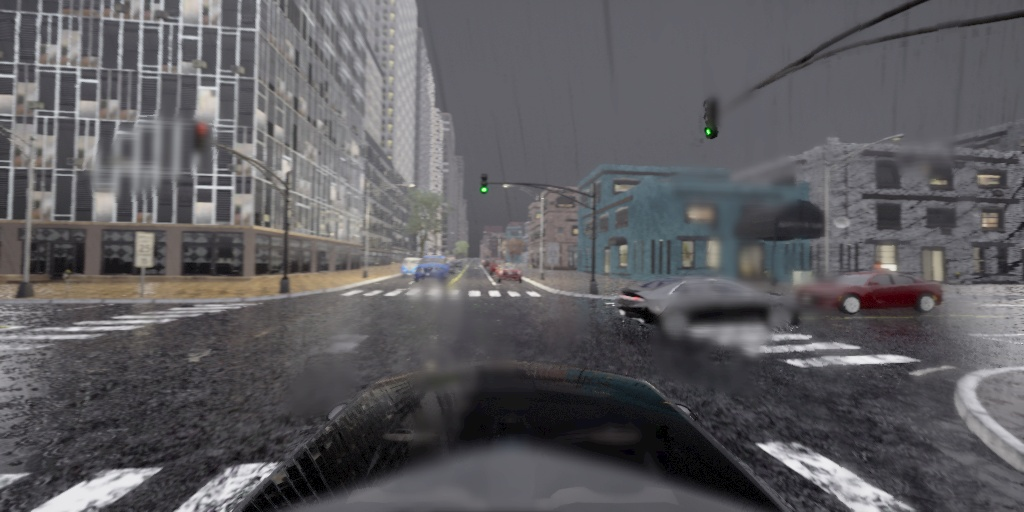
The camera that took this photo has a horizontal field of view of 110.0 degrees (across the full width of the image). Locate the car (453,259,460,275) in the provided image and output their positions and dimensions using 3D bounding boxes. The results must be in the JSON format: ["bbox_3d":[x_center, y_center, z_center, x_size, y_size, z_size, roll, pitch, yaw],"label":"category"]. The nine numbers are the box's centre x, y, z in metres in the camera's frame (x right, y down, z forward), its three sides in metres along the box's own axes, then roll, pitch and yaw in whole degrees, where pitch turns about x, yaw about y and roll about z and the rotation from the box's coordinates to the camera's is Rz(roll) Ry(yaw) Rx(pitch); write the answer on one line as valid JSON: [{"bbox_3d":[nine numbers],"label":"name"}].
[{"bbox_3d":[-7.370,1.343,40.574,2.033,1.411,5.357,1,0,-6],"label":"car"}]

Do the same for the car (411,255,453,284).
[{"bbox_3d":[-6.009,0.984,27.571,2.150,2.045,5.566,1,0,-6],"label":"car"}]

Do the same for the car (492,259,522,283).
[{"bbox_3d":[-0.357,1.299,28.940,1.967,1.591,4.097,0,0,-6],"label":"car"}]

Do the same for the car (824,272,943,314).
[{"bbox_3d":[13.748,1.370,13.979,5.008,1.535,1.882,0,-1,-5],"label":"car"}]

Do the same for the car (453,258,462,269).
[{"bbox_3d":[-9.267,1.407,59.430,1.994,1.385,4.181,1,0,-6],"label":"car"}]

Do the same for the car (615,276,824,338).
[{"bbox_3d":[5.413,1.316,10.061,4.902,1.511,2.128,-1,-1,-5],"label":"car"}]

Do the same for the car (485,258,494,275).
[{"bbox_3d":[-1.535,1.202,40.227,2.192,1.841,5.009,0,0,-6],"label":"car"}]

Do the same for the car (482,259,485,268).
[{"bbox_3d":[-3.891,1.258,62.800,2.192,1.841,5.009,0,0,-6],"label":"car"}]

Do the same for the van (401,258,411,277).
[{"bbox_3d":[-9.276,1.076,33.675,1.690,1.789,3.998,0,0,-6],"label":"van"}]
